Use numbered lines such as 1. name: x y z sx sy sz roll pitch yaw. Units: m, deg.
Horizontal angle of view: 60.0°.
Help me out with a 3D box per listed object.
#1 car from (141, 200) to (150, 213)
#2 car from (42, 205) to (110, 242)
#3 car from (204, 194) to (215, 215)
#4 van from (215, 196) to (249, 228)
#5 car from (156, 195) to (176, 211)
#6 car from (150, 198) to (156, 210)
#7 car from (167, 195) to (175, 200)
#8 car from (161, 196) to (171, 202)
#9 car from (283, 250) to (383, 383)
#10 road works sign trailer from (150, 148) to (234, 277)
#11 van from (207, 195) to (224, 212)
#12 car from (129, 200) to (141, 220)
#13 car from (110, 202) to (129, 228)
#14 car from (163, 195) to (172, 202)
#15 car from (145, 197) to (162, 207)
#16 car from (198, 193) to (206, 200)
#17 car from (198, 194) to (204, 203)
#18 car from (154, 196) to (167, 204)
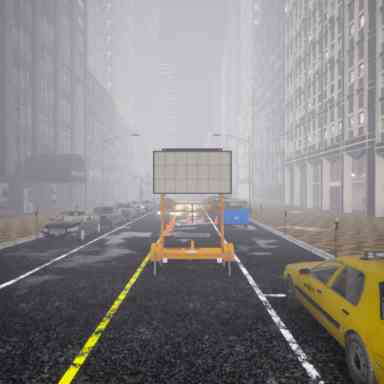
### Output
1. car: -5.714 1.543 33.257 2.008 1.369 4.403 -1 0 0
2. car: -5.705 1.547 16.206 2.008 1.369 4.403 -1 0 0
3. car: 2.665 1.307 33.261 2.192 1.841 5.009 -1 0 0
4. van: 2.671 1.336 21.894 1.690 1.788 3.998 -1 0 0
5. car: -3.018 1.496 40.434 1.837 1.490 4.892 0 0 0
6. car: -5.716 1.573 38.941 1.802 1.307 4.206 -1 0 0
7. car: -5.739 1.502 89.924 1.752 1.417 4.829 -1 0 0
8. car: -5.731 1.564 73.043 1.802 1.307 4.206 -1 0 0
9. car: 2.680 1.524 5.013 1.752 1.417 4.829 -1 0 0
10. road works sign trailer: 0.011 0.462 10.259 2.380 3.560 2.880 0 0 0
11. van: 2.663 1.332 38.945 1.690 1.788 3.998 -1 0 0
12. car: -5.710 1.538 27.574 1.887 1.381 4.507 -1 0 0
13. car: -5.708 1.561 21.890 1.947 1.339 4.313 -1 0 0
14. car: -5.735 1.420 78.726 1.967 1.590 4.097 -1 0 0
15. car: -5.721 1.539 50.308 2.008 1.369 4.403 -1 0 0
16. car: 2.639 1.291 90.098 2.192 1.841 5.009 -1 0 0
17. car: 2.654 1.536 61.679 2.008 1.369 4.403 -1 0 0
18. car: -5.726 1.536 61.675 2.008 1.369 4.403 -1 0 0
